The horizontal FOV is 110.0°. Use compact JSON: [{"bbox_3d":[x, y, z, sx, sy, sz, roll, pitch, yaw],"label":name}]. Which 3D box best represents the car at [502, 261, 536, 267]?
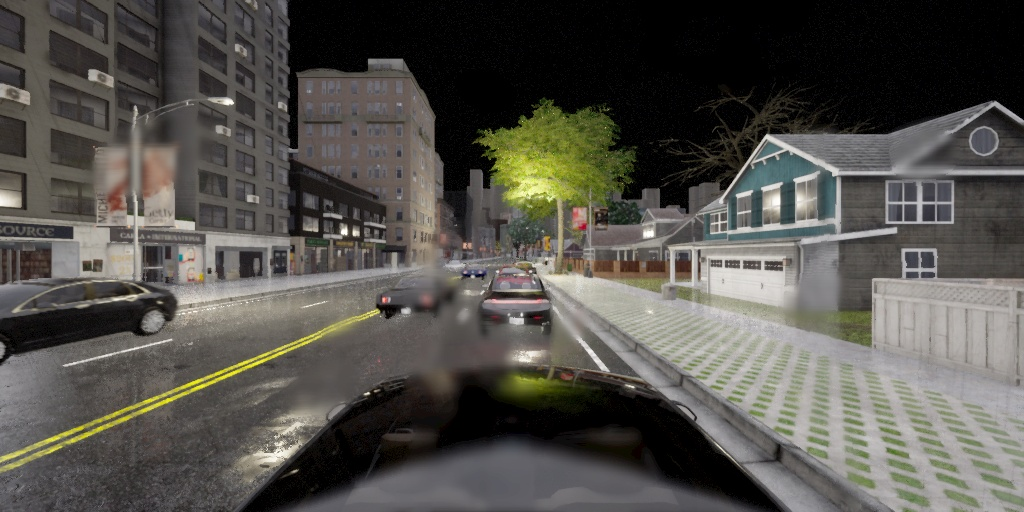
[{"bbox_3d":[0.118,1.220,19.907,1.882,1.535,5.008,0,0,0],"label":"car"}]

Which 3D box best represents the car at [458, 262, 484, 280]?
[{"bbox_3d":[-3.121,1.331,30.929,1.895,1.301,4.718,0,0,0],"label":"car"}]

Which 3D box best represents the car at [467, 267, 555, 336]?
[{"bbox_3d":[0.111,1.240,10.403,2.128,1.511,4.902,0,0,0],"label":"car"}]

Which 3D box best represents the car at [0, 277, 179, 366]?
[{"bbox_3d":[-9.843,1.254,7.543,1.837,1.490,4.892,0,0,0],"label":"car"}]

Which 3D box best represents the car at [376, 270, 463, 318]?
[{"bbox_3d":[-3.138,1.348,12.926,1.895,1.301,4.718,0,0,0],"label":"car"}]

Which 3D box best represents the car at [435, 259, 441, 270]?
[{"bbox_3d":[-9.792,1.193,51.698,2.128,1.511,4.902,0,0,1],"label":"car"}]

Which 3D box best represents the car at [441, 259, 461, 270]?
[{"bbox_3d":[-6.562,1.243,41.332,1.812,1.442,4.674,0,0,0],"label":"car"}]

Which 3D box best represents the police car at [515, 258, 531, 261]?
[{"bbox_3d":[1.003,1.157,29.636,1.930,1.638,5.238,0,0,0],"label":"police car"}]

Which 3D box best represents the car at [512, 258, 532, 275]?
[{"bbox_3d":[1.012,1.070,39.496,2.097,1.767,4.553,0,0,0],"label":"car"}]
